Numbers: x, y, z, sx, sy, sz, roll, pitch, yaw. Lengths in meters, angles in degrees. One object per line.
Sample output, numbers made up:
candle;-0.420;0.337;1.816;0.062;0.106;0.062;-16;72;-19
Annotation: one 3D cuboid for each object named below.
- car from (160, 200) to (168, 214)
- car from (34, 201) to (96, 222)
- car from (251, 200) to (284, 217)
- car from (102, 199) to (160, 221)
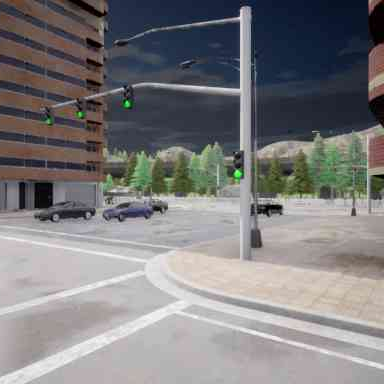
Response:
car;-4.456;1.491;33.882;2.128;1.511;4.902;0;0;36
car;-9.945;1.505;26.345;1.837;1.490;4.892;0;0;36
car;7.126;1.478;31.740;1.882;1.535;5.008;0;0;36
car;-5.085;1.526;27.082;1.812;1.442;4.674;0;0;36
